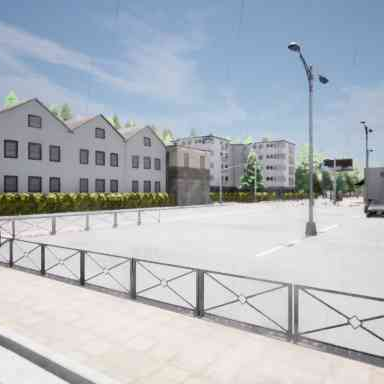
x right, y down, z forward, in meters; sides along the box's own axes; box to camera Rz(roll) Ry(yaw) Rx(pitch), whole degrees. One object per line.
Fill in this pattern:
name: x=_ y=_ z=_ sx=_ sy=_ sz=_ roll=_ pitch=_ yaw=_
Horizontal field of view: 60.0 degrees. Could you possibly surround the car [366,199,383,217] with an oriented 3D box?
car: x=15.364 y=1.298 z=26.852 sx=2.007 sy=1.523 sz=4.514 roll=0 pitch=0 yaw=35
